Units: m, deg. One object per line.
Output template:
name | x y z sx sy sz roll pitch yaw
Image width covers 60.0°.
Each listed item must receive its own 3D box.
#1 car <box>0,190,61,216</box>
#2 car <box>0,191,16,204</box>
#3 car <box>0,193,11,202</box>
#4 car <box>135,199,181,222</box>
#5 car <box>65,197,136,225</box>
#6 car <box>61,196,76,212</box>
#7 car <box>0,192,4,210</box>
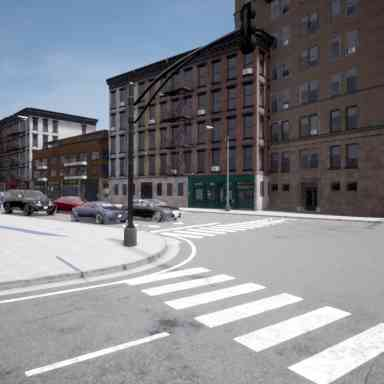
car | -13.540 0.839 27.610 5.566 2.045 2.150 1 0 39
car | -27.611 0.786 48.214 4.553 1.767 2.097 1 0 41
car | -33.169 0.897 57.589 4.674 1.442 1.812 1 0 43
car | -2.948 1.239 23.445 4.902 1.511 2.128 1 0 38
car | -6.030 1.281 21.719 4.181 1.385 1.994 1 0 37
car | -10.399 1.125 29.266 5.008 1.535 1.882 1 0 39
car | -21.149 0.876 33.850 4.553 1.767 2.097 1 0 40
